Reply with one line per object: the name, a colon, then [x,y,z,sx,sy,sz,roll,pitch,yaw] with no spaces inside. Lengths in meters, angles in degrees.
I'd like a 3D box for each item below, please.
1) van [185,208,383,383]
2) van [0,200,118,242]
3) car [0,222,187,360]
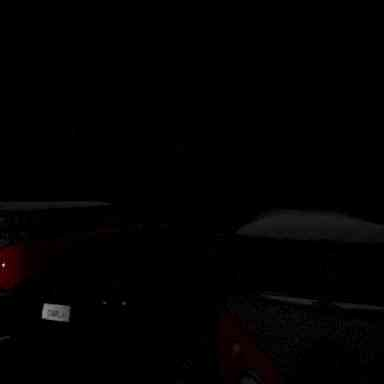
van: [1.460,1.246,4.243,1.878,1.987,4.442,1,0,15]
van: [-3.451,1.193,7.733,1.878,1.987,4.442,1,0,15]
car: [-0.966,1.476,6.132,2.163,1.488,4.792,0,0,15]
